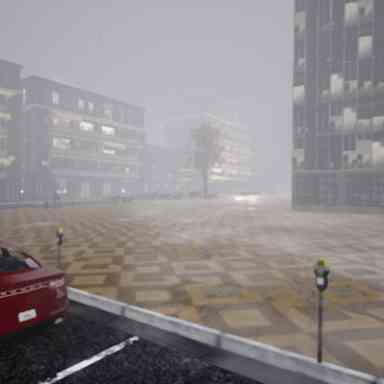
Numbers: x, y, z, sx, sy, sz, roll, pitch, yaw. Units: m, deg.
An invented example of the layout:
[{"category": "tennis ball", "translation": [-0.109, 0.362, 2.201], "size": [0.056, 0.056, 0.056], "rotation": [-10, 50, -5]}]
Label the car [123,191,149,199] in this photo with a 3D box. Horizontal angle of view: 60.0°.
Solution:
[{"category": "car", "translation": [-10.138, 0.562, 60.518], "size": [2.008, 1.369, 4.403], "rotation": [2, 2, 35]}]

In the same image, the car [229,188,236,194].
[{"category": "car", "translation": [12.239, -0.274, 92.434], "size": [2.192, 1.841, 5.009], "rotation": [2, 2, 35]}]

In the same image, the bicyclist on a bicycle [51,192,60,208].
[{"category": "bicyclist on a bicycle", "translation": [-14.301, 0.835, 34.858], "size": [1.656, 1.620, 0.582], "rotation": [1, 1, 35]}]

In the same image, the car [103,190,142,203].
[{"category": "car", "translation": [-9.669, 0.852, 46.588], "size": [2.008, 1.369, 4.403], "rotation": [2, 2, 35]}]

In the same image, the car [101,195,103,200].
[{"category": "car", "translation": [-13.335, 0.664, 55.958], "size": [1.947, 1.339, 4.313], "rotation": [2, 2, 35]}]

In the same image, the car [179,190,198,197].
[{"category": "car", "translation": [-0.647, 0.281, 74.059], "size": [1.752, 1.417, 4.829], "rotation": [2, 2, 35]}]

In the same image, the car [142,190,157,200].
[{"category": "car", "translation": [-5.804, 0.578, 56.754], "size": [1.882, 1.535, 5.008], "rotation": [1, 1, 36]}]

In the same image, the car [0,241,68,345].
[{"category": "car", "translation": [-4.011, 1.505, 5.769], "size": [4.507, 1.381, 1.887], "rotation": [0, 1, 36]}]

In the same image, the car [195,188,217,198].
[{"category": "car", "translation": [3.215, 0.477, 64.969], "size": [1.752, 1.417, 4.829], "rotation": [2, 2, 35]}]

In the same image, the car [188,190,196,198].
[{"category": "car", "translation": [1.187, 0.417, 66.782], "size": [1.837, 1.490, 4.892], "rotation": [1, 1, 35]}]

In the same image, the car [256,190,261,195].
[{"category": "car", "translation": [15.901, 0.163, 83.071], "size": [2.008, 1.369, 4.403], "rotation": [2, 2, 35]}]

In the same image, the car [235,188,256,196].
[{"category": "car", "translation": [12.706, 0.248, 78.512], "size": [2.008, 1.369, 4.403], "rotation": [2, 2, 35]}]

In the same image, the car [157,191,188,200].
[{"category": "car", "translation": [-3.276, 0.678, 55.710], "size": [2.008, 1.369, 4.403], "rotation": [2, 2, 35]}]

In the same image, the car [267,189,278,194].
[{"category": "car", "translation": [22.295, -0.119, 92.189], "size": [1.967, 1.590, 4.097], "rotation": [2, 2, 35]}]

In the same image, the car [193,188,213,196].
[{"category": "car", "translation": [2.651, -0.018, 78.753], "size": [2.192, 1.841, 5.009], "rotation": [2, 2, 35]}]

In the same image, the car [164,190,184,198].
[{"category": "car", "translation": [-3.746, 0.405, 69.640], "size": [1.947, 1.339, 4.313], "rotation": [2, 2, 35]}]
